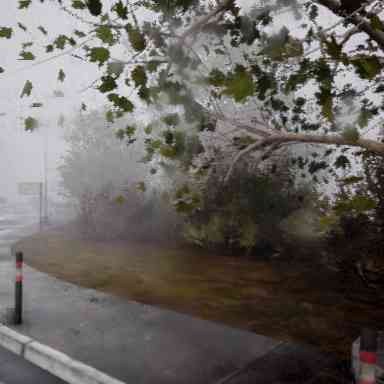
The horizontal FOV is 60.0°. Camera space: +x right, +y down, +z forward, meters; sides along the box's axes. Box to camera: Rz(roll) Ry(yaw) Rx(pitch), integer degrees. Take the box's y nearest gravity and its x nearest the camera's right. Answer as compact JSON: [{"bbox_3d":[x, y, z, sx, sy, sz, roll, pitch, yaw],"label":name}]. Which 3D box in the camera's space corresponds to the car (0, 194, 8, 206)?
[{"bbox_3d":[-26.627,1.012,45.325,2.128,1.511,4.902,1,1,-14],"label":"car"}]

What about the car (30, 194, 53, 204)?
[{"bbox_3d":[-24.334,1.124,54.066,1.882,1.535,5.008,2,-2,0],"label":"car"}]
